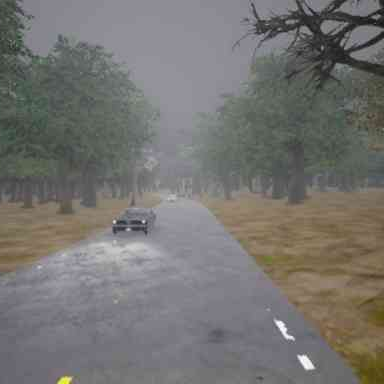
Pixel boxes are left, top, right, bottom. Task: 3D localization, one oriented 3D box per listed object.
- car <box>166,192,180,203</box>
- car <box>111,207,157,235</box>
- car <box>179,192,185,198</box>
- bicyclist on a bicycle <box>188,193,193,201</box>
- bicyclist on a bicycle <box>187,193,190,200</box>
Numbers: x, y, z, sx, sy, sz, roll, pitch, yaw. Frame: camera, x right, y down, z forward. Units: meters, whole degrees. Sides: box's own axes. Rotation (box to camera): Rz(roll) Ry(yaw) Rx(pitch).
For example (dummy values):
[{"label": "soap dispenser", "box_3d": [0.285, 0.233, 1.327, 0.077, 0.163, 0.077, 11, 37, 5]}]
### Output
[{"label": "car", "box_3d": [-3.579, 1.228, 59.866, 1.812, 1.442, 4.674, 0, 0, -2]}, {"label": "car", "box_3d": [-3.110, 1.538, 18.558, 1.895, 1.301, 4.718, 0, 0, 0]}, {"label": "car", "box_3d": [-2.954, 0.857, 91.722, 1.837, 1.490, 4.892, 0, 0, -6]}, {"label": "bicyclist on a bicycle", "box_3d": [-0.132, 1.092, 67.702, 0.866, 1.612, 1.509, 0, 0, -3]}, {"label": "bicyclist on a bicycle", "box_3d": [-0.716, 1.052, 76.181, 0.582, 1.620, 1.656, 0, 0, -5]}]
